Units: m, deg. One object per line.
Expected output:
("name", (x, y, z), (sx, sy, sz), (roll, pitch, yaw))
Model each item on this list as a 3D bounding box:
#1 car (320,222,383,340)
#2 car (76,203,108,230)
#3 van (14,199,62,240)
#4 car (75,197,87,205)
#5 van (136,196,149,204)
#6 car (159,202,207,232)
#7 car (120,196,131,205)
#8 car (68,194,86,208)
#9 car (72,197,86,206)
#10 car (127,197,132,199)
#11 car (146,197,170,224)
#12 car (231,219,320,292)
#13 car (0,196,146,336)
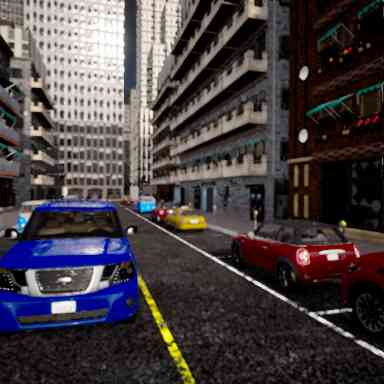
("car", (4.082, 1.327, 3.850), (2.192, 1.841, 5.009), (-1, 0, -16))
("car", (-6.632, 1.533, 22.193), (1.812, 1.442, 4.674), (0, 0, -16))
("van", (-8.036, 1.341, 17.696), (1.690, 1.788, 3.998), (-1, 0, -16))
("car", (-20.147, 1.552, 60.405), (1.887, 1.381, 4.507), (-1, 0, -16))
("van", (-5.002, 1.363, 35.881), (1.690, 1.788, 3.998), (-1, 0, -16))
("car", (-0.504, 1.543, 20.029), (1.752, 1.417, 4.829), (-1, 0, -16))
("car", (-12.618, 1.550, 62.737), (1.752, 1.417, 4.829), (-1, 0, -16))
("car", (-17.121, 1.321, 49.727), (2.192, 1.841, 5.009), (-1, 0, -16))
("car", (-18.633, 1.572, 55.067), (1.947, 1.339, 4.313), (-1, 0, -16))
("car", (-11.057, 1.569, 57.235), (1.887, 1.381, 4.507), (-1, 0, -16))
("car", (-1.973, 1.459, 25.204), (1.967, 1.590, 4.097), (-1, 0, -16))
("car", (2.569, 1.454, 9.189), (1.967, 1.590, 4.097), (-1, 0, -16))
("car", (-2.482, 1.223, 7.211), (2.150, 2.045, 5.566), (0, 0, -15))
